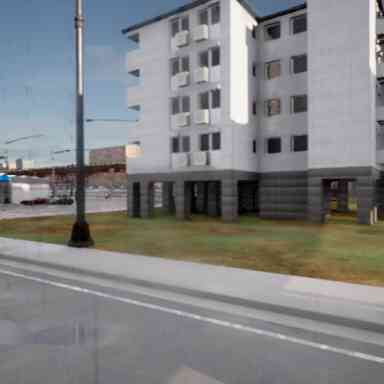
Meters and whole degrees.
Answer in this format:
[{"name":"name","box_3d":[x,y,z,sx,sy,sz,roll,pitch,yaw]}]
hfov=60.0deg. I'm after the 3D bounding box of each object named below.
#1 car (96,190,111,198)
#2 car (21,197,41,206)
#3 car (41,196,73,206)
[{"name":"car","box_3d":[-17.576,0.584,66.240,2.150,2.045,5.566,0,0,-2]},{"name":"car","box_3d":[-23.803,1.473,51.092,1.895,1.301,4.718,0,0,21]},{"name":"car","box_3d":[-20.231,1.374,50.882,1.812,1.442,4.674,0,0,19]}]
